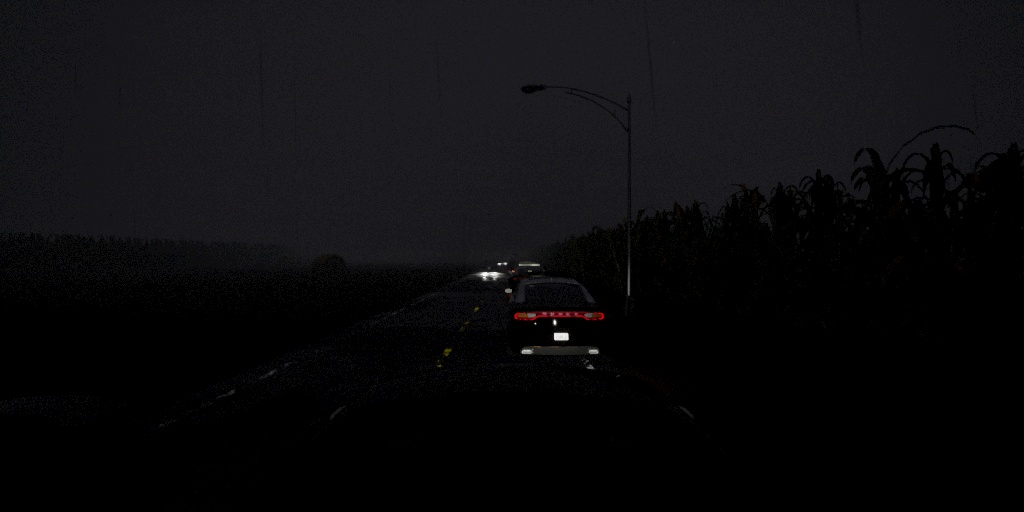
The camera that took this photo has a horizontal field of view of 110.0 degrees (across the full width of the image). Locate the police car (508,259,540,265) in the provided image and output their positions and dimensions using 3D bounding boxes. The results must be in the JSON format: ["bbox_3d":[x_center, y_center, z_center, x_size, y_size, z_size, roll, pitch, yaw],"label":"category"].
[{"bbox_3d":[0.892,1.166,18.720,1.930,1.638,5.238,0,0,0],"label":"police car"}]

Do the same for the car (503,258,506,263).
[{"bbox_3d":[0.249,1.179,51.232,2.128,1.511,4.902,0,0,1],"label":"car"}]

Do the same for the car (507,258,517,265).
[{"bbox_3d":[0.914,1.084,24.580,2.097,1.767,4.553,0,0,0],"label":"car"}]

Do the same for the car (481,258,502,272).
[{"bbox_3d":[-2.685,1.194,44.635,2.128,1.511,4.902,0,0,0],"label":"car"}]

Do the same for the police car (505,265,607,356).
[{"bbox_3d":[0.854,1.173,8.721,1.930,1.638,5.238,0,0,0],"label":"police car"}]
